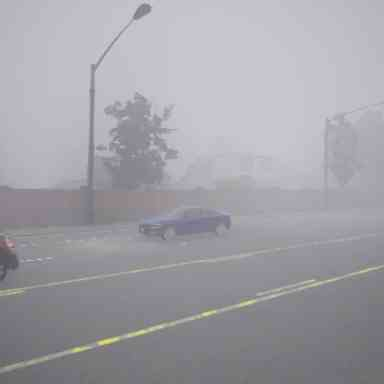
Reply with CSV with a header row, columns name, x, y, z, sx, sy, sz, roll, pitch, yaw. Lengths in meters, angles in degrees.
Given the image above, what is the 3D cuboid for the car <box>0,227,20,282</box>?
name,x,y,z,sx,sy,sz,roll,pitch,yaw
car,-6.686,1.353,7.821,4.553,1.767,2.097,0,0,-36

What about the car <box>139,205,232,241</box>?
name,x,y,z,sx,sy,sz,roll,pitch,yaw
car,-0.246,1.452,16.714,5.008,1.535,1.882,0,0,-36
